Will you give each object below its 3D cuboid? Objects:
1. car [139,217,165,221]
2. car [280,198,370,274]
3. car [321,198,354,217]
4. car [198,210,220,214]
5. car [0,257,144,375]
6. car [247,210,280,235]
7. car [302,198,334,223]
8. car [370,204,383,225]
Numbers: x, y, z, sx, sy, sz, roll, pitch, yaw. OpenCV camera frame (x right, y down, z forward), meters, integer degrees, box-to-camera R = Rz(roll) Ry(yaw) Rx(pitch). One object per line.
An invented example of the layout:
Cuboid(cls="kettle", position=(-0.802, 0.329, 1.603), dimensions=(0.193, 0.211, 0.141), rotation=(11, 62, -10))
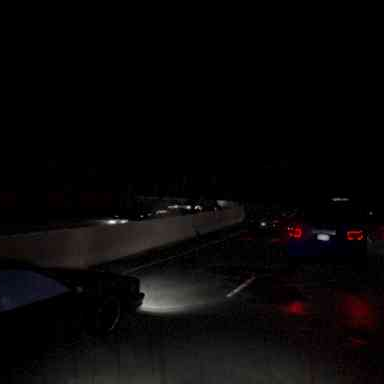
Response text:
Cuboid(cls="car", position=(-3.440, 1.802, 29.667), dimensions=(1.837, 1.490, 4.892), rotation=(0, -1, 17))
Cuboid(cls="car", position=(4.775, 1.372, 11.556), dimensions=(2.150, 2.045, 5.566), rotation=(0, -1, 26))
Cuboid(cls="car", position=(17.020, 1.740, 39.317), dimensions=(2.150, 2.045, 5.566), rotation=(0, 0, 8))
Cuboid(cls="car", position=(2.017, 1.758, 36.970), dimensions=(2.097, 1.767, 4.553), rotation=(0, -1, 11))
Cuboid(cls="car", position=(-2.898, 1.578, 4.282), dimensions=(2.033, 1.411, 5.357), rotation=(0, -1, 29))
Cuboid(cls="car", position=(4.766, 1.813, 20.678), dimensions=(1.994, 1.385, 4.181), rotation=(0, -1, 21))
Cuboid(cls="car", position=(11.745, 1.622, 31.349), dimensions=(2.150, 2.045, 5.566), rotation=(0, -1, 14))
Cuboid(cls="car", position=(14.596, 1.736, 28.220), dimensions=(2.097, 1.767, 4.553), rotation=(0, -1, 15))
